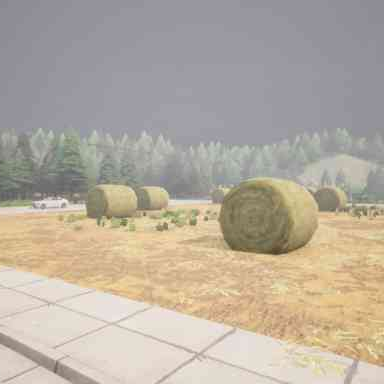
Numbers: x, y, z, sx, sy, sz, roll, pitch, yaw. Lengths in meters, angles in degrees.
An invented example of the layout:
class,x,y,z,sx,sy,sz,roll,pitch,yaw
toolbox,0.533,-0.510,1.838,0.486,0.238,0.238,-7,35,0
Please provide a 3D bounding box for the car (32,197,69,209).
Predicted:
class,x,y,z,sx,sy,sz,roll,pitch,yaw
car,-18.422,1.404,43.468,1.812,1.442,4.674,0,0,36
